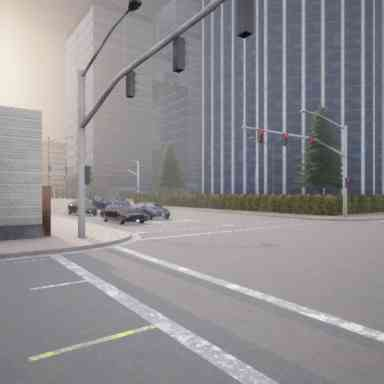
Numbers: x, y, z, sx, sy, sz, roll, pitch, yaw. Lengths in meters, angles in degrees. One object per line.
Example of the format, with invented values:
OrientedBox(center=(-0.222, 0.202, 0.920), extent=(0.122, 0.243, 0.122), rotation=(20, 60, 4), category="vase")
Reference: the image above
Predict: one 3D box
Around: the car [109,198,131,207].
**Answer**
OrientedBox(center=(-11.274, 1.618, 51.872), extent=(1.994, 1.385, 4.181), rotation=(0, 0, -36), category="car")

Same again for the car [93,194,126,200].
OrientedBox(center=(-9.374, 1.276, 36.917), extent=(2.150, 2.045, 5.566), rotation=(0, 0, -36), category="car")

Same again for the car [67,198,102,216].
OrientedBox(center=(-10.975, 1.560, 33.141), extent=(1.837, 1.490, 4.892), rotation=(0, 0, -36), category="car")

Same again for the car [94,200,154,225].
OrientedBox(center=(-5.305, 1.602, 25.232), extent=(2.033, 1.411, 5.357), rotation=(0, 0, -36), category="car")

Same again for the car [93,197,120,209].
OrientedBox(center=(-12.203, 1.546, 47.167), extent=(2.128, 1.511, 4.902), rotation=(0, 0, -36), category="car")

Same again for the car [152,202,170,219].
OrientedBox(center=(-3.711, 1.581, 29.045), extent=(1.812, 1.442, 4.674), rotation=(0, 0, -36), category="car")
